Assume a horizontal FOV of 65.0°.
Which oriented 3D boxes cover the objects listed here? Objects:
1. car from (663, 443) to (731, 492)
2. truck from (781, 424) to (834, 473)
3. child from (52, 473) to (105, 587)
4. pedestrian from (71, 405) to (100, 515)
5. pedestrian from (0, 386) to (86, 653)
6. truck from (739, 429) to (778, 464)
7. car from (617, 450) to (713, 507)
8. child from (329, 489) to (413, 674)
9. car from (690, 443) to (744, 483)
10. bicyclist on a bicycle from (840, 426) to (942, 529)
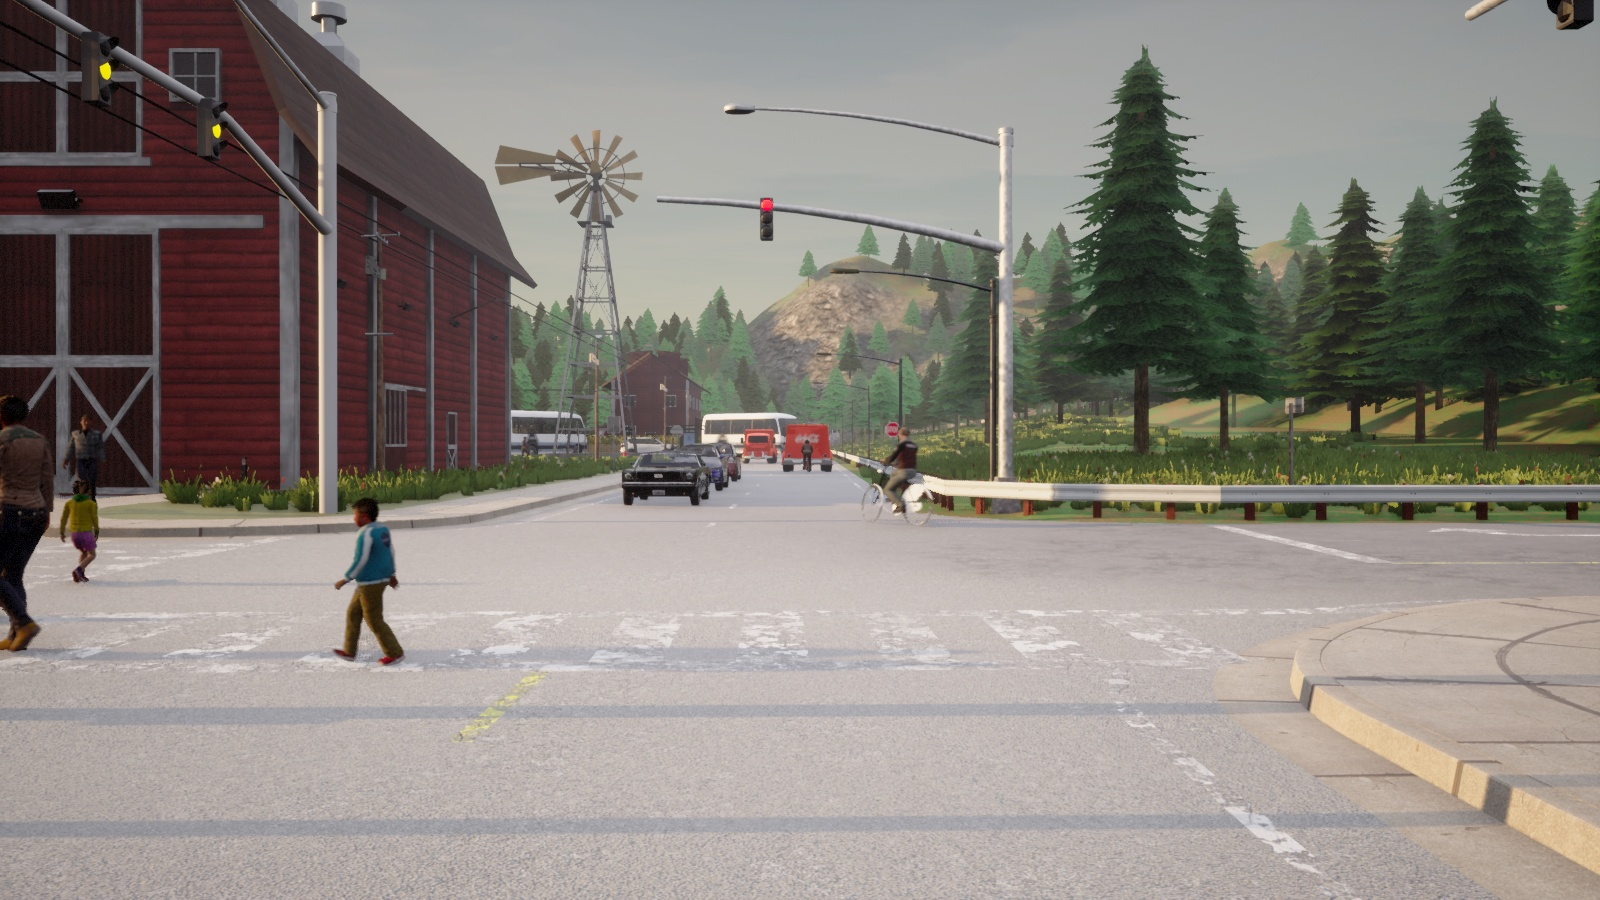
[{"bbox_3d":[-3.261,0.529,40.469,1.816,1.474,4.193,0,0,0],"label":"car"},{"bbox_3d":[0.379,-0.102,65.423,2.627,2.467,5.204,0,1,0],"label":"truck"},{"bbox_3d":[-7.511,0.822,13.079,0.299,1.160,0.473,0,0,-4],"label":"child"},{"bbox_3d":[-12.854,0.173,22.613,0.423,1.949,0.788,0,0,-28],"label":"pedestrian"},{"bbox_3d":[-5.477,0.470,8.772,0.869,1.805,0.328,0,0,15],"label":"pedestrian"},{"bbox_3d":[-2.972,-0.259,91.542,2.627,2.467,5.204,0,0,0],"label":"truck"},{"bbox_3d":[-3.310,0.665,31.709,1.895,1.301,4.718,0,0,0],"label":"car"},{"bbox_3d":[-2.850,0.864,8.361,0.448,1.192,0.343,0,0,-2],"label":"child"},{"bbox_3d":[-3.213,0.479,49.318,1.845,1.501,3.633,0,0,0],"label":"car"},{"bbox_3d":[1.618,0.478,22.559,0.659,1.776,1.843,4,-2,-40],"label":"bicyclist on a bicycle"}]
